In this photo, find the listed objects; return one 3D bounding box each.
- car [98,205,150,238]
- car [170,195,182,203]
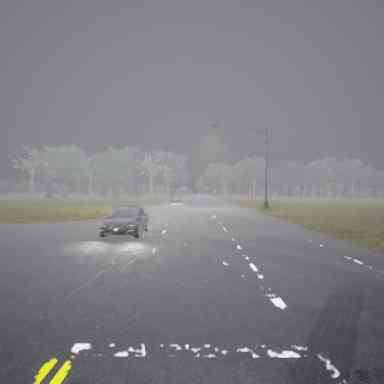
[{"bbox_3d":[-3.323,1.453,17.021,1.837,1.490,4.892,0,-1,1],"label":"car"},{"bbox_3d":[-2.993,1.324,62.717,2.128,1.511,4.902,0,0,0],"label":"car"}]
